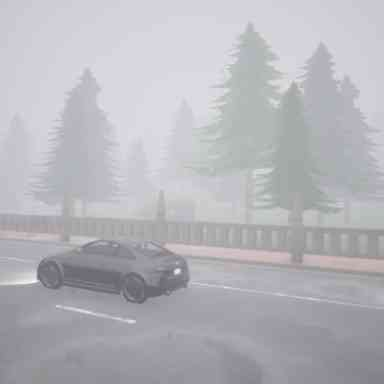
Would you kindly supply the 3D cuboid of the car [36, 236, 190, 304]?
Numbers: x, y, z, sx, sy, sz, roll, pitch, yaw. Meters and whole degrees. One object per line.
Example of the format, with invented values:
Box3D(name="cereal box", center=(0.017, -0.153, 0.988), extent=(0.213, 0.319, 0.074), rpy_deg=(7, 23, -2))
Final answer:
Box3D(name="car", center=(-2.147, 1.911, 9.020), extent=(4.181, 1.385, 1.994), rpy_deg=(0, -3, 27))
